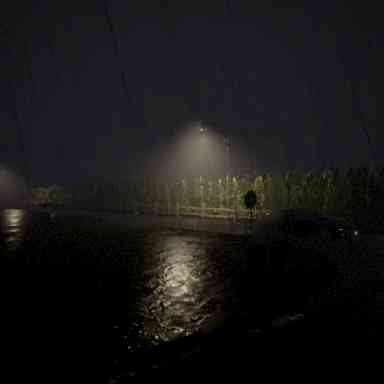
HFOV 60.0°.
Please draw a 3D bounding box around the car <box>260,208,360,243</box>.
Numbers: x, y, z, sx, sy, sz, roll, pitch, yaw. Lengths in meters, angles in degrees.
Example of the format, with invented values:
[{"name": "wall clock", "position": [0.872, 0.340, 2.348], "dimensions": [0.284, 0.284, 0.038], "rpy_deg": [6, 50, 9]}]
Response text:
[{"name": "car", "position": [5.678, 1.578, 16.525], "dimensions": [1.837, 1.490, 4.892], "rpy_deg": [1, -1, -40]}]
